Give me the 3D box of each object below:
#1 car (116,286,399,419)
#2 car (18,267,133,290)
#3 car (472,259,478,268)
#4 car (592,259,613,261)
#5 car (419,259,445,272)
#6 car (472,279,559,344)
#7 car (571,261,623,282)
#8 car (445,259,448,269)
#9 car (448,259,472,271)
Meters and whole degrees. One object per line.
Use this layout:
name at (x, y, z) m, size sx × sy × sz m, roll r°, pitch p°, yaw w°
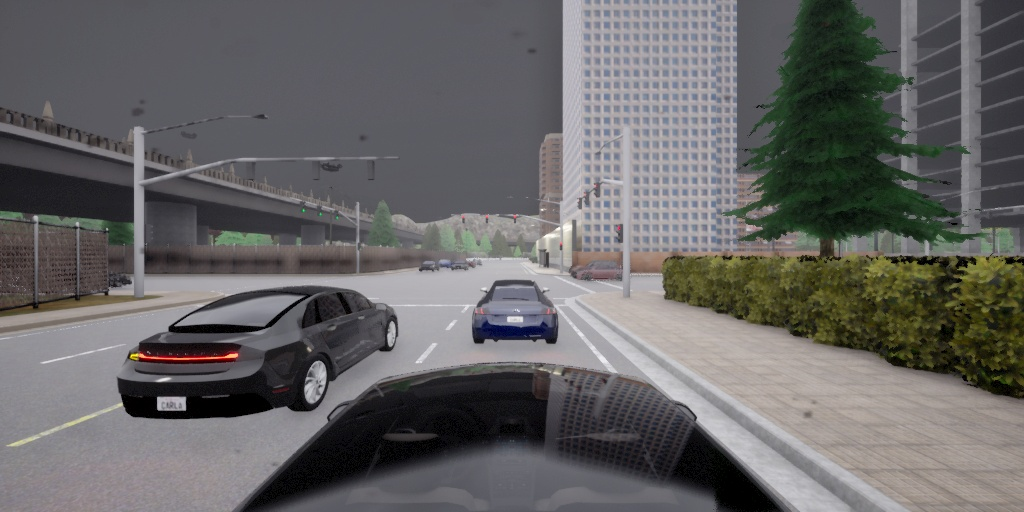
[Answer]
car at (-3.440, 1.255, 6.068) m, size 1.837 × 1.490 × 4.892 m, roll 0°, pitch 0°, yaw 0°
car at (-26.884, 1.353, 22.119) m, size 5.357 × 1.411 × 2.033 m, roll 0°, pitch 0°, yaw 0°
car at (-7.082, 1.351, 58.386) m, size 1.895 × 1.301 × 4.718 m, roll 0°, pitch 0°, yaw 0°
car at (7.708, 1.157, 32.894) m, size 4.553 × 1.767 × 2.097 m, roll 0°, pitch 0°, yaw 0°
car at (-10.593, 1.297, 46.480) m, size 2.033 × 1.411 × 5.357 m, roll 0°, pitch 0°, yaw 0°
car at (0.079, 1.314, 9.611) m, size 1.994 × 1.385 × 4.181 m, roll 0°, pitch 0°, yaw 0°
car at (7.072, 1.369, 29.243) m, size 4.181 × 1.385 × 1.994 m, roll 0°, pitch 0°, yaw -3°
car at (-10.588, 1.228, 55.934) m, size 1.882 × 1.535 × 5.008 m, roll 0°, pitch 0°, yaw 0°
car at (-7.085, 1.314, 49.232) m, size 1.994 × 1.385 × 4.181 m, roll 0°, pitch 0°, yaw 0°
